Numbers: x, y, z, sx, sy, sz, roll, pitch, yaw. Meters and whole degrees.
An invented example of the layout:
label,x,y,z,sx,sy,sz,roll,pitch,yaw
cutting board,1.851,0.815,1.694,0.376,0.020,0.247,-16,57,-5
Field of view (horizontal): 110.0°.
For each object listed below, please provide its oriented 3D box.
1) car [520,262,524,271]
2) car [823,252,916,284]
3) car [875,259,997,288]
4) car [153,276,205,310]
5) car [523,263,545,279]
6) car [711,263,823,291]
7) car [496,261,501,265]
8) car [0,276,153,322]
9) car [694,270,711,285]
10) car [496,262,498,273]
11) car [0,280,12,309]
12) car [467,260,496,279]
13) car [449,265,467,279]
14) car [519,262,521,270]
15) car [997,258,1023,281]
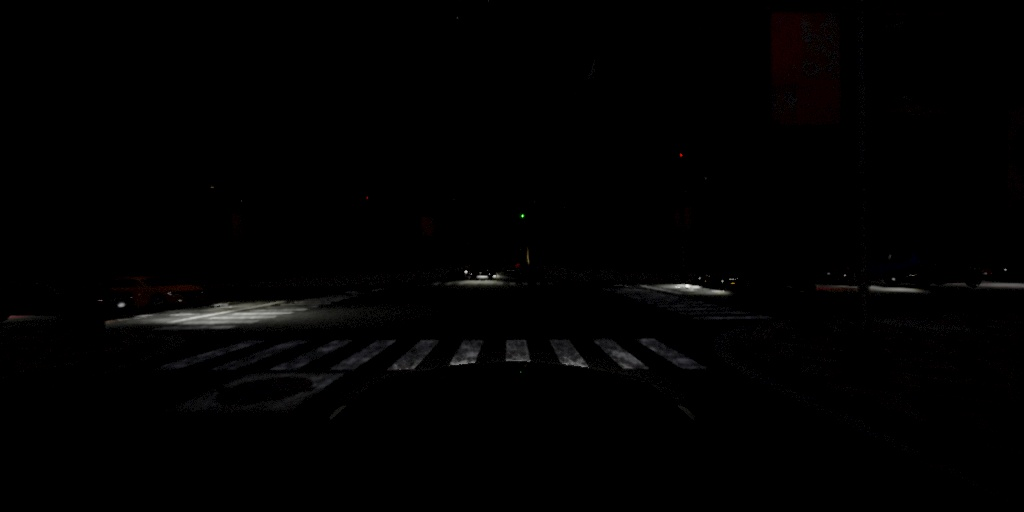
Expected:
label,x,y,z,sx,sy,sz,roll,pitch,yaw
car,2.558,1.890,50.429,1.888,1.381,4.507,0,0,0
car,24.075,0.781,24.160,5.566,2.045,2.150,-1,-1,0
car,24.563,1.043,20.911,4.674,1.442,1.812,-1,-1,0
car,-17.692,1.714,17.286,5.008,1.535,1.882,-1,-1,2
car,2.637,1.760,39.541,2.007,1.370,4.403,0,0,0
car,14.681,1.195,20.846,4.892,1.490,1.837,-1,-1,1
car,-3.359,2.005,59.494,2.033,1.411,5.357,0,-1,-1
car,-17.662,1.694,14.042,4.902,1.511,2.128,-1,-1,2
car,14.599,1.289,24.115,4.181,1.385,1.994,-1,-1,0
car,-3.293,1.890,48.924,1.994,1.385,4.181,0,-1,-1
car,-27.666,1.949,17.241,4.674,1.442,1.812,-1,-1,-1
car,-3.220,1.423,38.890,2.150,2.045,5.566,0,-1,0
car,-5.888,1.760,39.483,2.007,1.370,4.403,0,0,0
car,2.519,1.963,55.873,2.007,1.370,4.403,0,0,0
car,34.295,0.876,24.189,4.902,1.511,2.128,-1,-1,0
